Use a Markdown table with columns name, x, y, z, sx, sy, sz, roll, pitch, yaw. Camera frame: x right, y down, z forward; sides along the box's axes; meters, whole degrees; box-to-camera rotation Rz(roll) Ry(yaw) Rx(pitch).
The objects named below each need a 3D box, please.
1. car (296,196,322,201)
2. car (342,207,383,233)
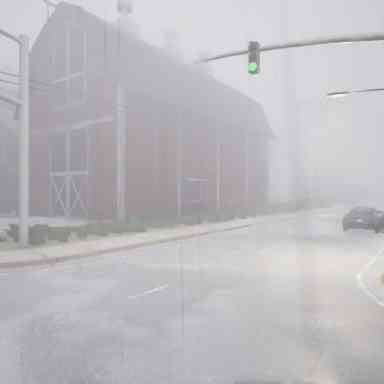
| name | x | y | z | sx | sy | sz | roll | pitch | yaw |
| --- | --- | --- | --- | --- | --- | --- | --- | --- | --- |
| car | 20.482 | 1.474 | 57.704 | 4.892 | 1.490 | 1.837 | 0 | 0 | 36 |
| car | 10.571 | 1.579 | 20.217 | 1.994 | 1.385 | 4.181 | 0 | 0 | 36 |
